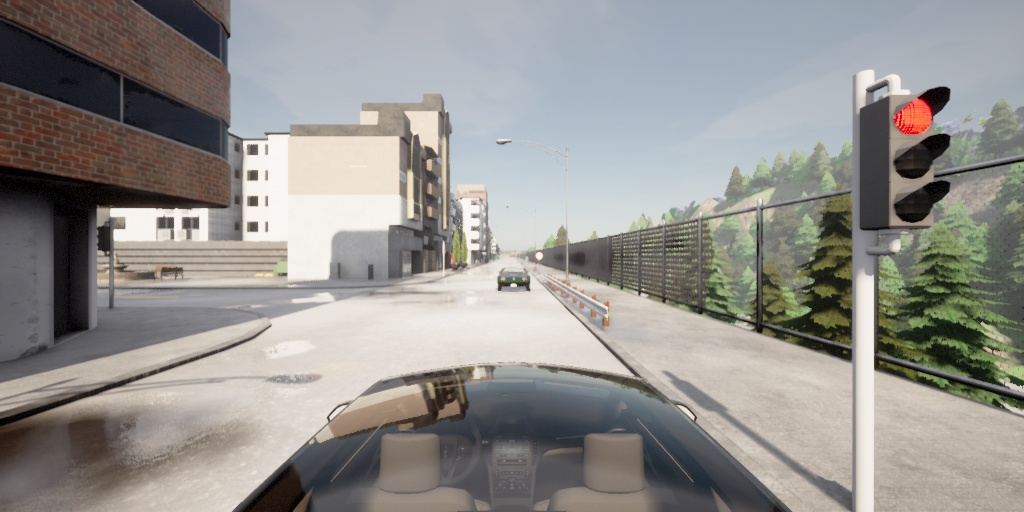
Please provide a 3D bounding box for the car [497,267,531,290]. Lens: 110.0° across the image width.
[{"bbox_3d":[0.109,1.335,22.161,1.895,1.301,4.718,0,0,0],"label":"car"}]
